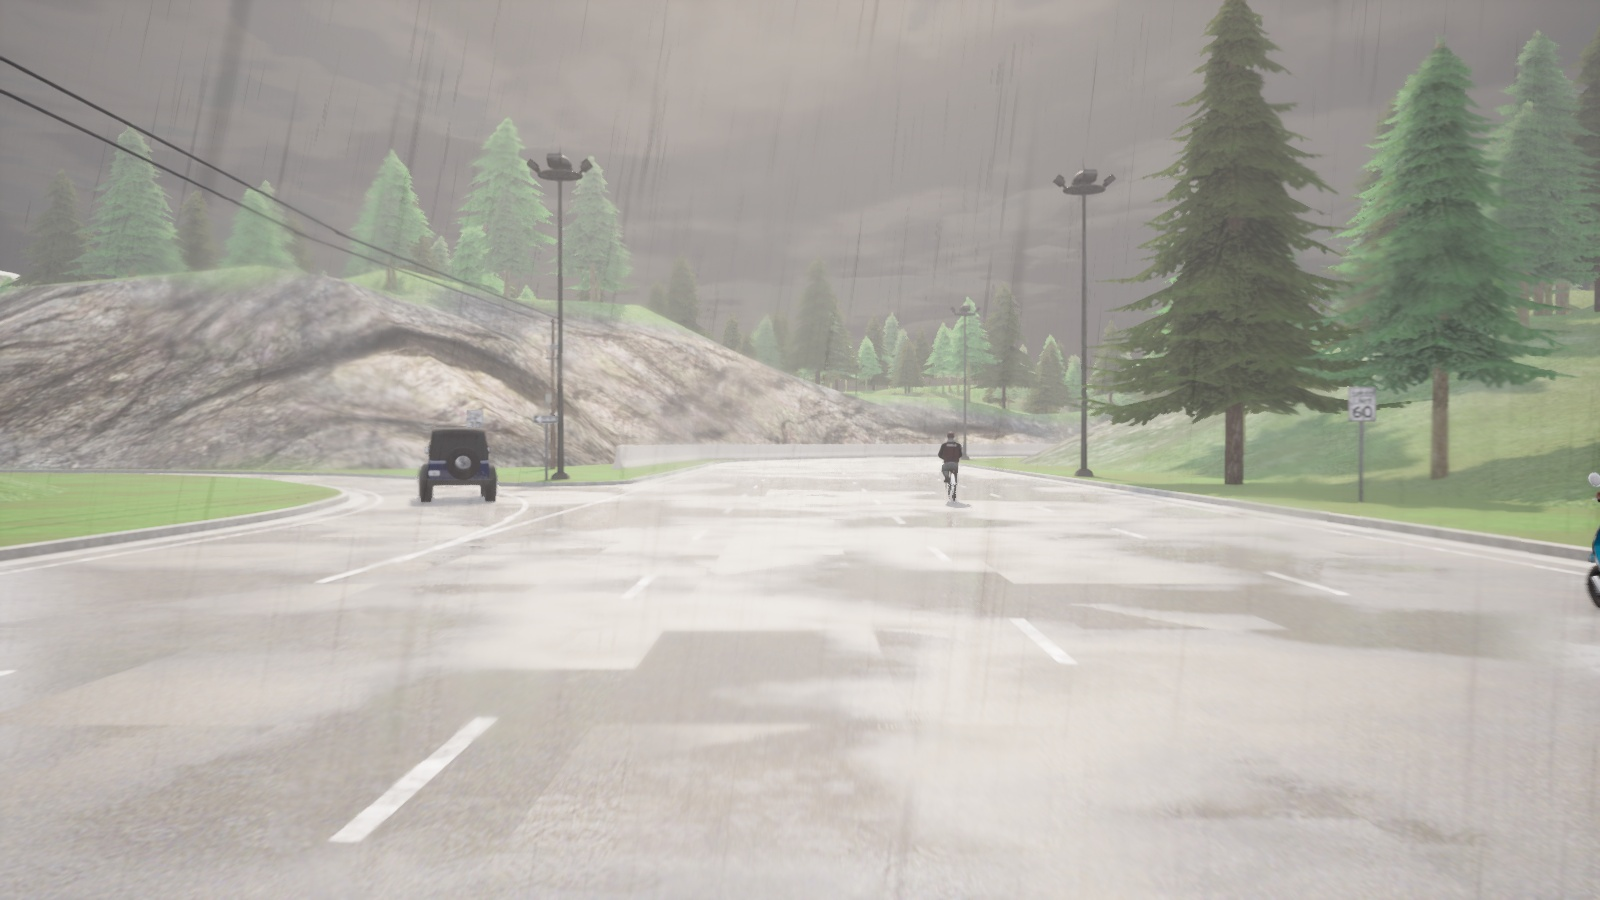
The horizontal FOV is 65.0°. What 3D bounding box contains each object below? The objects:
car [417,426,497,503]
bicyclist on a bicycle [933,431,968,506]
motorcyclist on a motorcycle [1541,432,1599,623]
[{"bbox_3d":[-8.971,0.342,32.750,1.905,1.878,3.866,0,0,-16],"label":"car"},{"bbox_3d":[3.692,0.437,30.929,0.659,1.776,1.843,0,1,0],"label":"bicyclist on a bicycle"},{"bbox_3d":[7.074,0.644,10.341,0.866,1.590,1.817,0,0,0],"label":"motorcyclist on a motorcycle"}]
